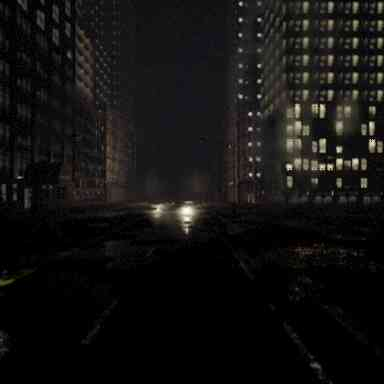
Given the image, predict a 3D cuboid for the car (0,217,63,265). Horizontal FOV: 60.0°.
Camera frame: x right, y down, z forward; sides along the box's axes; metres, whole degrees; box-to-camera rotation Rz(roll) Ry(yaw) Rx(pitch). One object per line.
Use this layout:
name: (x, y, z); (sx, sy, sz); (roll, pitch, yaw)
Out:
car: (-6.600, 1.663, 12.381); (2.033, 1.411, 5.357); (0, -1, 0)

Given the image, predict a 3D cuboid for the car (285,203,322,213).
car: (15.921, 2.262, 46.538); (4.403, 1.369, 2.008); (1, 0, -1)

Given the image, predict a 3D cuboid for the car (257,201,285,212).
car: (12.251, 2.132, 49.304); (5.008, 1.535, 1.882); (1, 0, -1)

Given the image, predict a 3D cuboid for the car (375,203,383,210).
car: (32.751, 2.262, 55.256); (4.097, 1.590, 1.967); (1, 0, -1)
